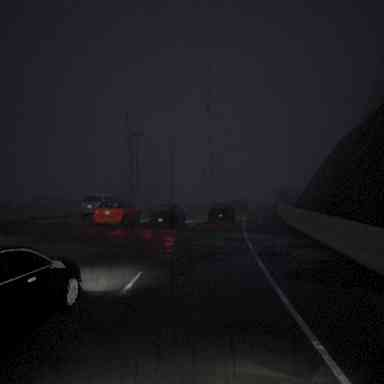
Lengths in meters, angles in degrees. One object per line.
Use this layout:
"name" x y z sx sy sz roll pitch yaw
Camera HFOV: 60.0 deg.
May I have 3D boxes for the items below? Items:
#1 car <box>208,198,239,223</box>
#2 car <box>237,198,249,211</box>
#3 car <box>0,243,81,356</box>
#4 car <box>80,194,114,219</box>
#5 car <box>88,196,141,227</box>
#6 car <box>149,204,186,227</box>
"car" 2.375 1.493 25.560 1.882 1.535 5.008 0 0 9
"car" 6.025 1.519 42.148 2.128 1.511 4.902 0 0 15
"car" -3.223 1.501 4.869 1.837 1.490 4.892 0 0 2
"car" -7.684 1.221 29.165 2.150 2.045 5.566 0 0 10
"car" -5.062 1.353 23.195 2.097 1.767 4.553 0 0 8
"car" -1.622 1.533 22.725 1.812 1.442 4.674 0 0 8
